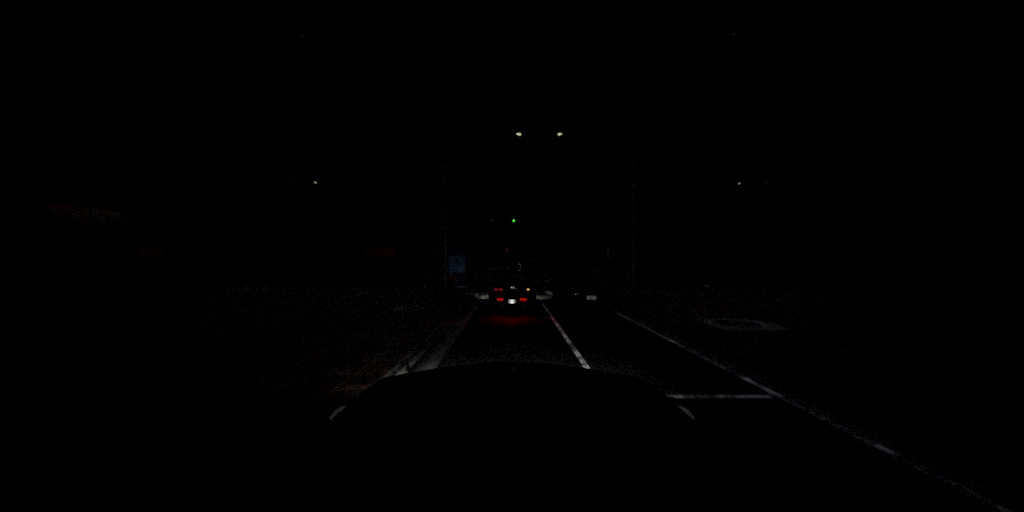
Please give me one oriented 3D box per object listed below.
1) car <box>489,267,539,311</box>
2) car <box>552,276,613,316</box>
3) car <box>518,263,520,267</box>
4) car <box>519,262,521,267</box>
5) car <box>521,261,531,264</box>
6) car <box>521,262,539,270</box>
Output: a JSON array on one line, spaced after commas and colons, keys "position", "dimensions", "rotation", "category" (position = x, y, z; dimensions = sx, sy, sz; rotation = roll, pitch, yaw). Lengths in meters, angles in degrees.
[{"position": [0.067, 1.394, 15.360], "dimensions": [1.837, 1.490, 4.892], "rotation": [0, 0, 2], "category": "car"}, {"position": [2.632, 1.437, 13.878], "dimensions": [1.948, 1.339, 4.313], "rotation": [0, 0, 0], "category": "car"}, {"position": [2.613, 1.804, 62.735], "dimensions": [2.192, 1.841, 5.009], "rotation": [0, 0, 0], "category": "car"}, {"position": [2.615, 1.959, 57.287], "dimensions": [2.007, 1.370, 4.403], "rotation": [0, 0, 0], "category": "car"}, {"position": [2.617, 1.857, 52.006], "dimensions": [1.751, 1.417, 4.829], "rotation": [0, 0, 0], "category": "car"}, {"position": [2.619, 1.808, 46.388], "dimensions": [2.007, 1.370, 4.403], "rotation": [0, 0, 0], "category": "car"}]
